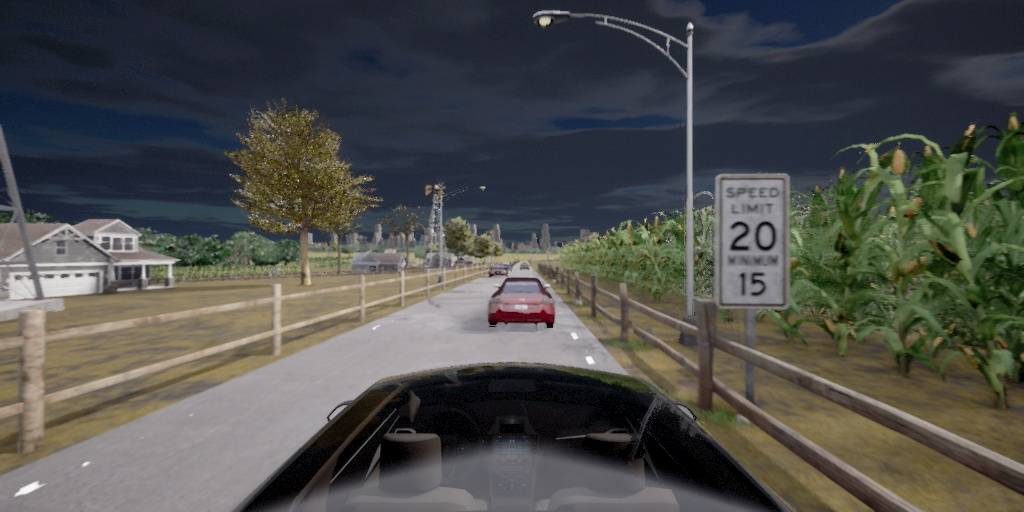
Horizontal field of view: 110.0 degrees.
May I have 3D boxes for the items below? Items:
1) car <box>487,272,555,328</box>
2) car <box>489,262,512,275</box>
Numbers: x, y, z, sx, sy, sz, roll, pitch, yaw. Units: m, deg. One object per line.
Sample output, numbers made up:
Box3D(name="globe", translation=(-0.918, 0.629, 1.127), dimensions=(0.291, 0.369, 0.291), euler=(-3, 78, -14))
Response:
Box3D(name="car", translation=(0.326, 1.385, 11.816), dimensions=(1.994, 1.385, 4.181), euler=(0, -1, 2))
Box3D(name="car", translation=(-1.406, 1.629, 39.434), dimensions=(1.994, 1.385, 4.181), euler=(0, -1, 2))
